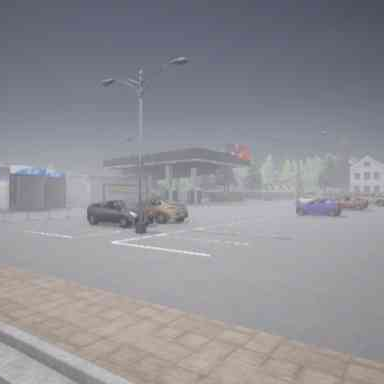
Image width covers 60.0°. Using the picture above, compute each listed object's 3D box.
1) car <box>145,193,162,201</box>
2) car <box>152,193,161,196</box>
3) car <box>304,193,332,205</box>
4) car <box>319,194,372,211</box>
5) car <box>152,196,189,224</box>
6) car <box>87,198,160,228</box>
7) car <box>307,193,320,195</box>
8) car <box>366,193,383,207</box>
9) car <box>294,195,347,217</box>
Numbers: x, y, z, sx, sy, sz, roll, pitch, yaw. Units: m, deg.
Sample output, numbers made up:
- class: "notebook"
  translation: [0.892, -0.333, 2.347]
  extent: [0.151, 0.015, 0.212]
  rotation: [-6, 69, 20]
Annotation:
- class: "car"
  translation: [-9.235, 1.283, 80.091]
  extent: [1.905, 1.878, 3.866]
  rotation: [0, 0, 36]
- class: "car"
  translation: [-7.212, 1.449, 73.251]
  extent: [2.242, 1.667, 4.611]
  rotation: [0, 0, 36]
- class: "car"
  translation: [19.950, 1.040, 52.793]
  extent: [3.866, 1.878, 1.905]
  rotation: [0, 0, 36]
- class: "car"
  translation: [16.467, 1.258, 35.854]
  extent: [4.514, 1.523, 2.007]
  rotation: [0, 0, 36]
- class: "car"
  translation: [-2.626, 1.289, 22.743]
  extent: [5.027, 1.636, 2.152]
  rotation: [0, 0, 36]
- class: "car"
  translation: [-4.431, 1.298, 20.177]
  extent: [4.514, 1.523, 2.007]
  rotation: [0, 0, 36]
- class: "car"
  translation: [17.499, 1.324, 50.465]
  extent: [3.806, 1.475, 1.970]
  rotation: [0, 0, 36]
- class: "car"
  translation: [24.376, 1.059, 45.504]
  extent: [4.605, 1.855, 1.932]
  rotation: [0, 0, 36]
- class: "car"
  translation: [10.550, 1.279, 27.801]
  extent: [3.633, 1.501, 1.845]
  rotation: [0, 0, 36]
